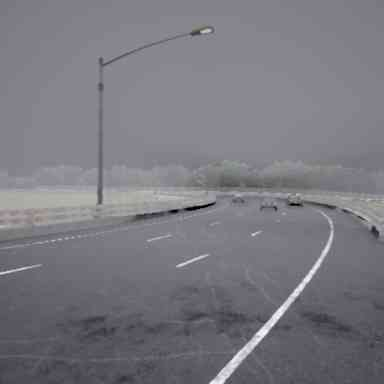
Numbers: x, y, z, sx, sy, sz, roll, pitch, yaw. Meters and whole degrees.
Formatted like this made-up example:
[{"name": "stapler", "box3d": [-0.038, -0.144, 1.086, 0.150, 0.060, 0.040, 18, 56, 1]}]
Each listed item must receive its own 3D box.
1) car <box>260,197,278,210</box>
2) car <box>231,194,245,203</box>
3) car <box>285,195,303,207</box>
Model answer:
[{"name": "car", "box3d": [8.565, 1.253, 36.914, 2.033, 1.411, 5.357, 1, 1, 13]}, {"name": "car", "box3d": [7.812, 1.045, 56.150, 1.812, 1.442, 4.674, 1, 1, 3]}, {"name": "car", "box3d": [13.498, 1.161, 44.187, 2.128, 1.511, 4.902, 1, 1, 9]}]
